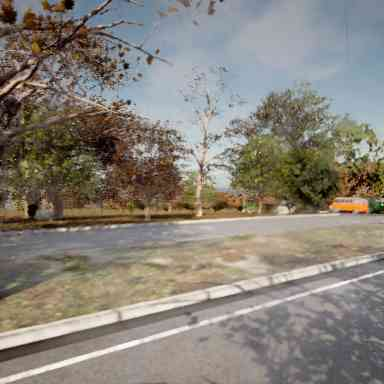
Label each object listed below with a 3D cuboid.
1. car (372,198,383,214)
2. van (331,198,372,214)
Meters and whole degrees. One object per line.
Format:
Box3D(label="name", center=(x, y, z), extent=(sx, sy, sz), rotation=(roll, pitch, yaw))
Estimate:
Box3D(label="car", center=(22.584, 1.814, 44.451), extent=(2.435, 2.045, 5.566), rotation=(2, -1, -35))
Box3D(label="van", center=(20.176, 1.748, 42.847), extent=(1.878, 1.987, 4.442), rotation=(2, -1, -35))
